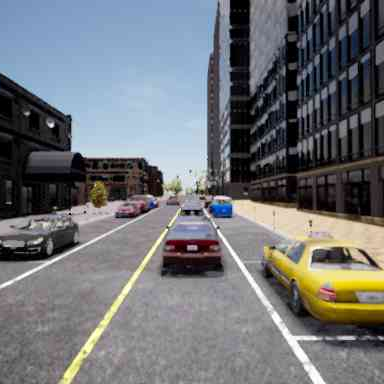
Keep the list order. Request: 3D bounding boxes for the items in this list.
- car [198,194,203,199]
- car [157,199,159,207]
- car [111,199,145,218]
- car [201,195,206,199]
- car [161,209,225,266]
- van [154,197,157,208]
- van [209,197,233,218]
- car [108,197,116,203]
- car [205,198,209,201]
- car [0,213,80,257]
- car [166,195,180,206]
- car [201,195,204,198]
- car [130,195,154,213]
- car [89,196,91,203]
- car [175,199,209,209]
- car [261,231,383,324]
[{"bbox_3d":[2.705,1.366,90.158,1.967,1.590,4.097,1,0,0],"label":"car"},{"bbox_3d":[-5.676,1.399,46.621,1.967,1.590,4.097,1,0,0],"label":"car"},{"bbox_3d":[-5.679,1.555,29.689,1.802,1.307,4.206,1,0,0],"label":"car"},{"bbox_3d":[2.669,1.525,46.567,1.947,1.339,4.313,1,0,0],"label":"car"},{"bbox_3d":[0.027,1.537,11.406,2.033,1.411,5.357,0,0,1],"label":"car"},{"bbox_3d":[-5.675,1.305,40.977,1.690,1.788,3.998,1,0,0],"label":"van"},{"bbox_3d":[2.672,1.314,29.634,1.690,1.788,3.998,1,0,0],"label":"van"},{"bbox_3d":[-19.416,1.737,75.287,4.313,1.339,1.947,-1,0,1],"label":"car"},{"bbox_3d":[2.669,1.534,35.278,1.947,1.339,4.313,1,0,0],"label":"car"},{"bbox_3d":[-5.679,1.538,12.757,2.008,1.369,4.403,1,0,0],"label":"car"},{"bbox_3d":[-3.046,1.304,54.487,2.097,1.767,4.553,0,0,1],"label":"car"},{"bbox_3d":[2.840,1.480,52.380,1.752,1.417,4.829,1,0,0],"label":"car"},{"bbox_3d":[-5.674,1.283,35.333,2.192,1.841,5.009,1,0,0],"label":"car"},{"bbox_3d":[-24.965,1.664,75.359,4.097,1.590,1.967,-1,0,1],"label":"car"},{"bbox_3d":[0.027,1.523,26.401,2.033,1.411,5.357,0,0,1],"label":"car"},{"bbox_3d":[2.669,1.518,7.227,1.752,1.417,4.829,1,0,0],"label":"car"}]
